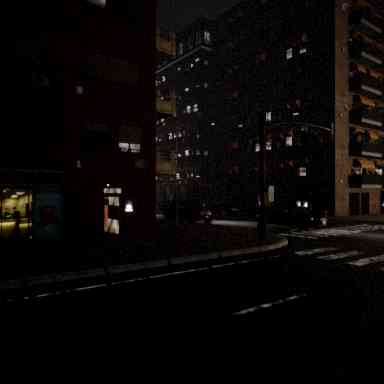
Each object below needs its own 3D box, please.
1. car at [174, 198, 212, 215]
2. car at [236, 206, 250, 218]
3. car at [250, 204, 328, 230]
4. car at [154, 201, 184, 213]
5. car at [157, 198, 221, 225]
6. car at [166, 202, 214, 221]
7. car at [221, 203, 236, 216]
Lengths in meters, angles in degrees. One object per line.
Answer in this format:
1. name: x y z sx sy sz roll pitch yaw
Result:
1. car: 0.034 1.718 41.145 2.192 1.841 5.009 -1 0 -36
2. car: 6.629 1.844 32.168 1.802 1.307 4.206 -1 0 -36
3. car: 6.630 1.660 22.348 2.128 1.511 4.902 0 -1 -37
4. car: -3.257 2.025 45.632 2.008 1.369 4.403 -1 0 -36
5. car: -0.367 1.586 27.078 2.192 1.841 5.009 -1 0 -36
6. car: -0.308 1.804 31.630 2.128 1.511 4.902 0 0 -36
7. car: 3.334 1.899 36.656 1.947 1.339 4.313 -1 0 -36
